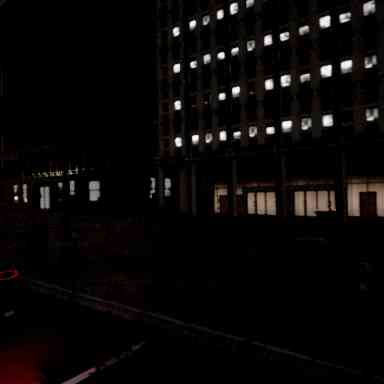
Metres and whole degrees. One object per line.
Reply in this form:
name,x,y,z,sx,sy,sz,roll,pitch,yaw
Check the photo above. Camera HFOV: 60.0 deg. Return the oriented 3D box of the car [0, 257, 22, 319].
car,-5.192,1.546,6.300,5.008,1.535,1.882,-1,0,36
